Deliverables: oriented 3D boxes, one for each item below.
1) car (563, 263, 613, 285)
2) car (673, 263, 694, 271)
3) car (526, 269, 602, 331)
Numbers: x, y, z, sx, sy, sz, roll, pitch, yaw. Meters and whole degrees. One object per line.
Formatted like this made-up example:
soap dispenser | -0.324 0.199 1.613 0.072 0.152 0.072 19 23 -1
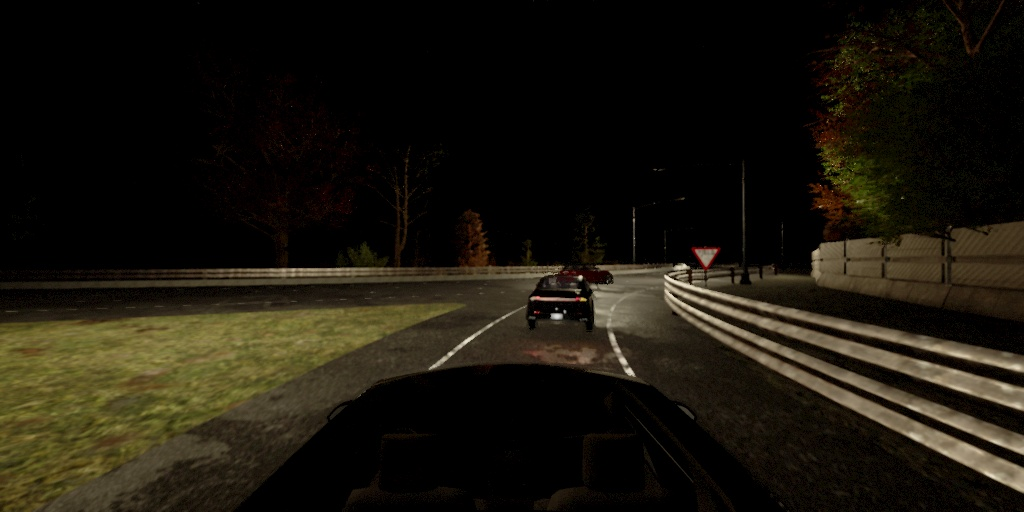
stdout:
car | 5.749 1.401 27.898 4.553 1.767 2.097 1 -1 -34
car | 27.031 1.935 57.024 1.812 1.442 4.674 0 -1 38
car | 1.697 1.353 11.526 2.128 1.511 4.902 0 -1 13
